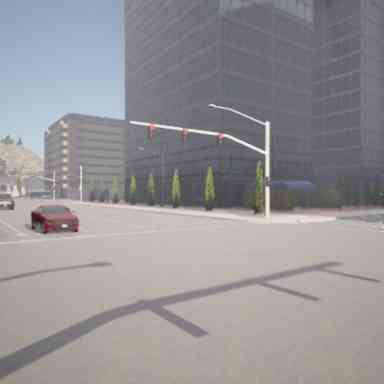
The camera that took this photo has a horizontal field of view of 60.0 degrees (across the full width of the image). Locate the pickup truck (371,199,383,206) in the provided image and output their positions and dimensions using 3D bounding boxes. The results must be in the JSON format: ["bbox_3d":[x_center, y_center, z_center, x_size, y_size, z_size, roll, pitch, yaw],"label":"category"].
[{"bbox_3d":[29.899,1.087,49.966,6.274,2.098,2.390,0,0,-5],"label":"pickup truck"}]

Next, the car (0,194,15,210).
[{"bbox_3d":[-23.868,1.249,42.010,2.150,2.045,5.566,0,0,-35],"label":"car"}]

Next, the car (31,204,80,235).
[{"bbox_3d":[-8.061,1.491,19.390,1.882,1.535,5.008,0,0,-35],"label":"car"}]
